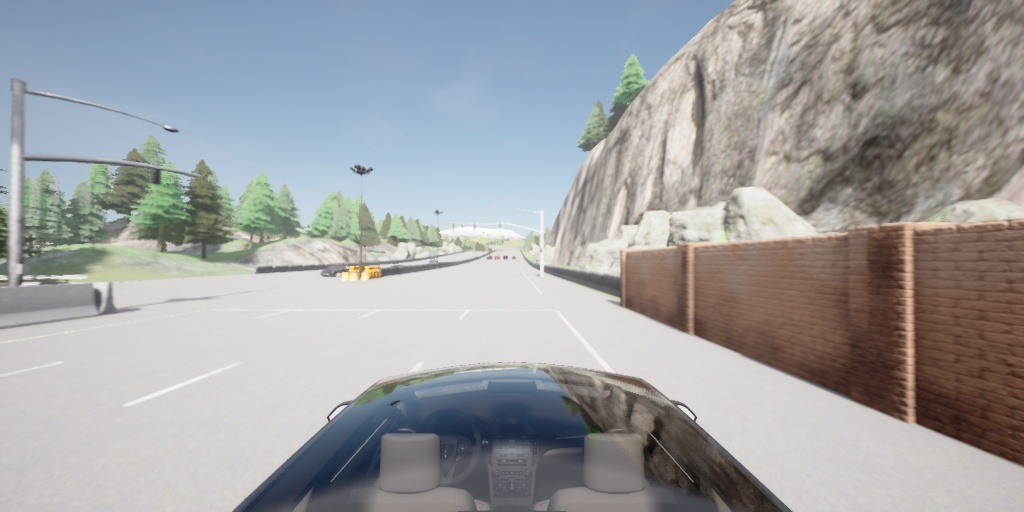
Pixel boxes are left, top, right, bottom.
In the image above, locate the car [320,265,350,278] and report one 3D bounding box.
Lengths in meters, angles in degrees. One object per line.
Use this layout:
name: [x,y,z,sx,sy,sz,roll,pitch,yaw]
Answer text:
car: [-21.016,1.834,42.859,1.837,1.490,4.892,0,1,0]
